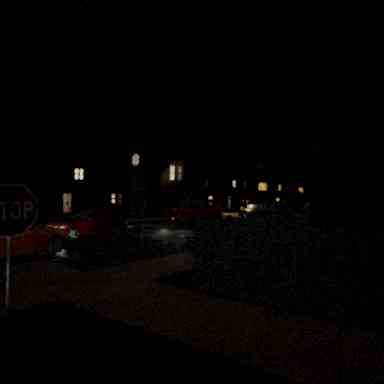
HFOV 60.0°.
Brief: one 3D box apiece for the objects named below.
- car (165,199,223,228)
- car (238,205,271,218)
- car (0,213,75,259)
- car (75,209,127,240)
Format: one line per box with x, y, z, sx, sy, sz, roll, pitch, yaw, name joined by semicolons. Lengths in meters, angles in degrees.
0.306;1.580;25.811;2.150;2.045;5.566;2;0;36;car
6.530;2.085;34.226;2.128;1.511;4.902;2;0;37;car
-6.627;1.582;11.620;1.882;1.535;5.008;0;-1;19;car
-5.538;1.670;17.881;1.812;1.442;4.674;2;0;36;car
